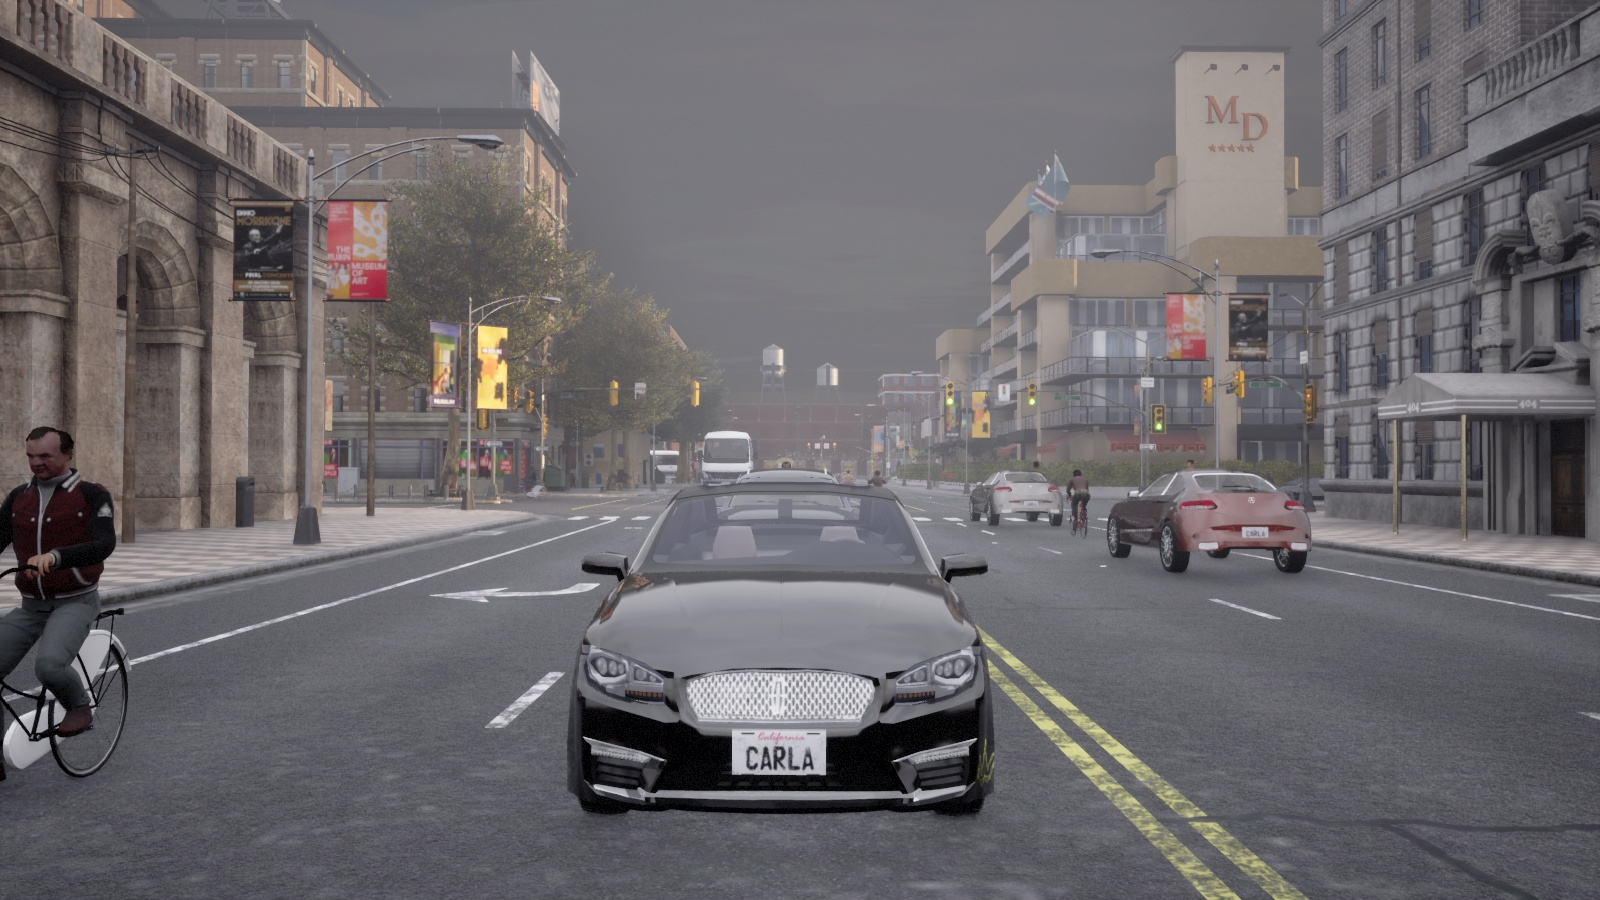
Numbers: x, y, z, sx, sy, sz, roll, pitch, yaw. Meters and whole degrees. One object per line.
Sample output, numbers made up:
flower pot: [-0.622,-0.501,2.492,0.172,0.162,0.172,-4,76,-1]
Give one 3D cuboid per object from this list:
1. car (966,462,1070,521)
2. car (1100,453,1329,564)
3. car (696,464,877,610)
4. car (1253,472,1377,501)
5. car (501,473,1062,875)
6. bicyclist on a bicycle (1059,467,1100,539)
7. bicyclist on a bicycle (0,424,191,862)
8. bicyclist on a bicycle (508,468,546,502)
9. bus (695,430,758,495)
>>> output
car: [6.495,1.203,37.972,2.152,1.651,5.027,0,-1,-1]
car: [6.791,0.922,21.273,2.152,1.651,5.027,0,-1,-1]
car: [-0.165,1.024,16.622,2.033,1.649,4.856,0,-1,0]
car: [25.783,1.814,63.007,5.357,1.411,2.033,0,-1,-1]
car: [-0.075,0.892,7.228,2.128,1.511,4.902,0,-1,0]
bicyclist on a bicycle: [6.647,1.241,29.940,0.582,1.620,1.656,0,0,-1]
bicyclist on a bicycle: [-3.575,0.796,5.776,0.659,1.776,1.843,0,-1,0]
bicyclist on a bicycle: [-14.337,1.848,65.980,1.843,1.776,0.659,0,-1,-1]
bus: [-4.931,0.914,86.961,3.944,4.253,10.273,0,-1,-1]
